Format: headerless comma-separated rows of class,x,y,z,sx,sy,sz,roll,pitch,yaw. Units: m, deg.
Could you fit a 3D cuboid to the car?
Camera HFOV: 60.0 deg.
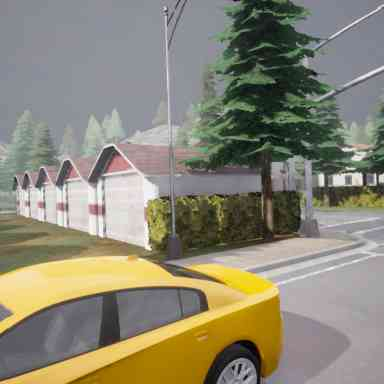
car,-1.296,1.455,3.068,5.008,1.535,1.882,-2,1,-35
